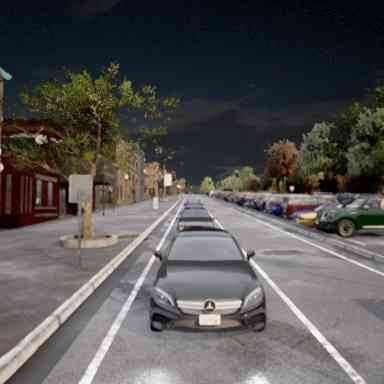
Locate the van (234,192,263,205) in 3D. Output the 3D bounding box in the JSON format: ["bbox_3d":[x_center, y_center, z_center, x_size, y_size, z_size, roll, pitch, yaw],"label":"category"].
[{"bbox_3d":[9.052,1.078,53.644,4.442,1.987,1.878,0,1,0],"label":"van"}]

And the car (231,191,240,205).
[{"bbox_3d":[8.956,1.104,48.035,5.566,2.045,2.435,0,1,0],"label":"car"}]

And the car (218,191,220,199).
[{"bbox_3d":[8.785,0.925,67.658,5.566,2.045,2.435,0,1,0],"label":"car"}]

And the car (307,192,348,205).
[{"bbox_3d":[22.039,1.048,54.265,5.566,2.045,2.435,0,1,-1],"label":"car"}]

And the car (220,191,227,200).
[{"bbox_3d":[8.809,0.950,64.855,5.566,2.045,2.435,0,1,-1],"label":"car"}]

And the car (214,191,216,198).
[{"bbox_3d":[8.686,1.049,81.675,5.008,1.535,2.097,0,1,0],"label":"car"}]

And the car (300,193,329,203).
[{"bbox_3d":[21.993,1.124,59.818,4.553,1.767,2.185,0,1,0],"label":"car"}]

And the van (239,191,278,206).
[{"bbox_3d":[9.125,1.154,45.236,4.442,1.987,1.878,0,0,0],"label":"van"}]

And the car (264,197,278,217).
[{"bbox_3d":[9.149,1.454,28.407,5.008,1.535,2.097,0,0,0],"label":"car"}]

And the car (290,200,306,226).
[{"bbox_3d":[9.042,1.462,19.996,5.366,1.575,1.946,0,0,0],"label":"car"}]

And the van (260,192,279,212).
[{"bbox_3d":[9.014,1.224,31.213,4.442,1.987,1.878,0,0,0],"label":"van"}]

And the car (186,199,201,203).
[{"bbox_3d":[0.153,1.427,32.398,2.128,1.511,4.902,0,0,-1],"label":"car"}]

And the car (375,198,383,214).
[{"bbox_3d":[22.363,1.437,34.836,5.366,1.575,1.946,0,0,0],"label":"car"}]

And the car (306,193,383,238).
[{"bbox_3d":[9.224,1.217,17.194,5.566,2.045,2.435,0,0,0],"label":"car"}]

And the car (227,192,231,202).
[{"bbox_3d":[8.904,1.279,56.448,4.892,1.521,2.231,0,1,-1],"label":"car"}]

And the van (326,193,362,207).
[{"bbox_3d":[22.175,1.124,48.716,4.442,1.987,1.878,0,1,-1],"label":"van"}]

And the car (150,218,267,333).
[{"bbox_3d":[0.241,1.522,6.974,1.812,1.442,4.674,0,0,0],"label":"car"}]

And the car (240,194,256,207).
[{"bbox_3d":[9.039,1.400,42.430,4.892,1.521,2.231,0,0,0],"label":"car"}]

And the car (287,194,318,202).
[{"bbox_3d":[21.728,1.196,65.367,5.366,1.575,1.946,0,1,-1],"label":"car"}]

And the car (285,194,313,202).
[{"bbox_3d":[21.895,1.175,68.145,4.892,1.521,2.231,0,1,0],"label":"car"}]

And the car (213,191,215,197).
[{"bbox_3d":[8.613,1.027,87.281,4.792,1.488,2.163,0,1,0],"label":"car"}]

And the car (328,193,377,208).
[{"bbox_3d":[22.111,1.124,45.939,5.566,2.045,2.435,0,1,-1],"label":"car"}]

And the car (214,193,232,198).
[{"bbox_3d":[8.623,0.976,92.888,4.792,1.488,2.163,0,1,0],"label":"car"}]

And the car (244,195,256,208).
[{"bbox_3d":[9.054,1.458,39.627,4.674,1.452,2.002,0,0,-1],"label":"car"}]

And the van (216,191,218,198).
[{"bbox_3d":[8.599,0.848,78.869,4.442,1.987,1.878,0,1,0],"label":"van"}]

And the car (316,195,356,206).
[{"bbox_3d":[22.220,1.322,51.492,5.366,1.575,1.946,0,1,-1],"label":"car"}]

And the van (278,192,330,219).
[{"bbox_3d":[9.296,1.232,25.605,4.442,1.987,1.878,0,0,0],"label":"van"}]

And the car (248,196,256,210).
[{"bbox_3d":[9.111,1.462,36.819,4.792,1.488,2.163,0,0,0],"label":"car"}]

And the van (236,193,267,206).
[{"bbox_3d":[9.076,1.104,50.841,4.442,1.987,1.878,0,1,0],"label":"van"}]

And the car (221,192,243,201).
[{"bbox_3d":[8.733,1.000,73.265,4.553,1.767,2.185,0,1,-1],"label":"car"}]

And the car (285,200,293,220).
[{"bbox_3d":[9.206,1.502,22.801,4.674,1.452,2.002,0,0,0],"label":"car"}]

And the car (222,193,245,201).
[{"bbox_3d":[8.758,1.025,70.462,4.553,1.767,2.185,0,1,0],"label":"car"}]

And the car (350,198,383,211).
[{"bbox_3d":[22.159,1.444,40.389,4.792,1.488,2.163,0,0,0],"label":"car"}]

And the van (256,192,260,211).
[{"bbox_3d":[9.222,1.216,34.016,4.442,1.987,1.878,0,0,-1],"label":"van"}]

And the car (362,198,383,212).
[{"bbox_3d":[22.125,1.461,37.606,4.792,1.488,2.163,0,0,0],"label":"car"}]

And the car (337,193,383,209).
[{"bbox_3d":[22.078,1.144,43.162,5.566,2.045,2.435,0,0,0],"label":"car"}]

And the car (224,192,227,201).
[{"bbox_3d":[8.859,1.267,62.054,4.674,1.452,2.002,0,1,0],"label":"car"}]

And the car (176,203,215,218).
[{"bbox_3d":[0.165,1.529,17.553,2.033,1.411,5.357,0,0,0],"label":"car"}]

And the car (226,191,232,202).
[{"bbox_3d":[8.918,1.127,59.250,4.553,1.767,2.185,0,1,0],"label":"car"}]
